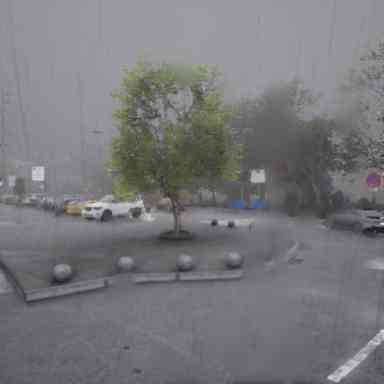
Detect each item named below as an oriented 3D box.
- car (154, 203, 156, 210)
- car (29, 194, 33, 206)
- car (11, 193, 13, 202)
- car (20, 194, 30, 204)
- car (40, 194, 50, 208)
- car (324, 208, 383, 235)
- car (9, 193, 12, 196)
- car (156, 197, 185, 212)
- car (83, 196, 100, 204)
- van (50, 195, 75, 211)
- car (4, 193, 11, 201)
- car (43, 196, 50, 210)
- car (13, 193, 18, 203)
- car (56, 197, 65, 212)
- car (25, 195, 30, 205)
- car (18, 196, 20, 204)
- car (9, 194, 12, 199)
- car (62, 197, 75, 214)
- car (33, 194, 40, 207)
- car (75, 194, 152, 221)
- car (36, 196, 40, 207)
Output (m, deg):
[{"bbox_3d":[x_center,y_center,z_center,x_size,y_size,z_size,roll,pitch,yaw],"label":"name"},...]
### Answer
[{"bbox_3d":[-6.596,1.224,37.576,2.150,2.045,5.566,0,0,-34],"label":"car"},{"bbox_3d":[-21.402,1.389,50.256,2.185,1.767,4.553,0,1,36],"label":"car"},{"bbox_3d":[-34.782,1.456,70.187,2.185,1.767,4.553,-1,0,36],"label":"car"},{"bbox_3d":[-24.747,1.274,55.254,2.435,2.045,5.566,-1,0,36],"label":"car"},{"bbox_3d":[-16.445,1.378,42.721,2.185,1.767,4.553,-1,0,36],"label":"car"},{"bbox_3d":[9.363,1.574,18.884,1.994,1.385,4.181,0,0,-10],"label":"car"},{"bbox_3d":[-38.101,1.646,75.199,2.002,1.452,4.674,-1,0,36],"label":"car"},{"bbox_3d":[-2.696,1.349,39.357,2.097,1.767,4.553,0,0,-34],"label":"car"},{"bbox_3d":[-19.412,1.542,64.113,1.837,1.490,4.892,0,-1,-34],"label":"car"},{"bbox_3d":[-13.143,1.274,37.653,1.878,1.987,4.442,0,1,36],"label":"van"},{"bbox_3d":[-43.124,1.648,82.668,2.231,1.521,4.892,-1,0,36],"label":"car"},{"bbox_3d":[-14.740,1.500,40.249,2.097,1.535,5.008,0,1,36],"label":"car"},{"bbox_3d":[-29.762,1.298,62.747,2.435,2.045,5.566,-1,0,36],"label":"car"},{"bbox_3d":[-11.406,1.535,35.257,2.002,1.452,4.674,-1,0,36],"label":"car"},{"bbox_3d":[-23.079,1.549,52.759,2.163,1.488,4.792,-1,0,36],"label":"car"},{"bbox_3d":[-27.984,1.535,60.378,1.946,1.575,5.366,-1,0,36],"label":"car"},{"bbox_3d":[-36.411,1.622,72.731,2.163,1.488,4.792,-1,0,36],"label":"car"},{"bbox_3d":[-9.615,1.487,32.916,1.946,1.575,5.366,-1,0,36],"label":"car"},{"bbox_3d":[-19.735,1.384,47.760,2.185,1.767,4.553,0,1,36],"label":"car"},{"bbox_3d":[-6.376,1.236,27.752,2.435,2.045,5.566,0,1,36],"label":"car"},{"bbox_3d":[-18.090,1.547,45.240,2.002,1.452,4.674,-1,0,36],"label":"car"}]
